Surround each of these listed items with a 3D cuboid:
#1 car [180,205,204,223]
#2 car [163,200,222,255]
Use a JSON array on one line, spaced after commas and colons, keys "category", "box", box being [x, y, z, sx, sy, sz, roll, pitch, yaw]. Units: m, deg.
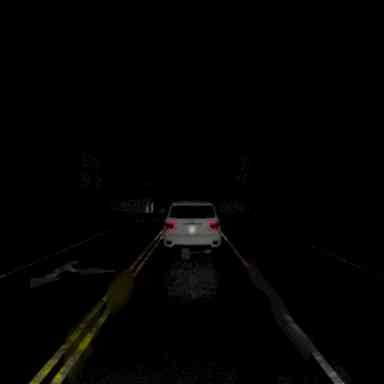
[{"category": "car", "box": [0.017, 1.884, 29.093, 1.895, 1.301, 4.718, 0, -1, 0]}, {"category": "car", "box": [0.009, 1.354, 14.003, 2.150, 2.045, 5.566, 0, 0, 0]}]
